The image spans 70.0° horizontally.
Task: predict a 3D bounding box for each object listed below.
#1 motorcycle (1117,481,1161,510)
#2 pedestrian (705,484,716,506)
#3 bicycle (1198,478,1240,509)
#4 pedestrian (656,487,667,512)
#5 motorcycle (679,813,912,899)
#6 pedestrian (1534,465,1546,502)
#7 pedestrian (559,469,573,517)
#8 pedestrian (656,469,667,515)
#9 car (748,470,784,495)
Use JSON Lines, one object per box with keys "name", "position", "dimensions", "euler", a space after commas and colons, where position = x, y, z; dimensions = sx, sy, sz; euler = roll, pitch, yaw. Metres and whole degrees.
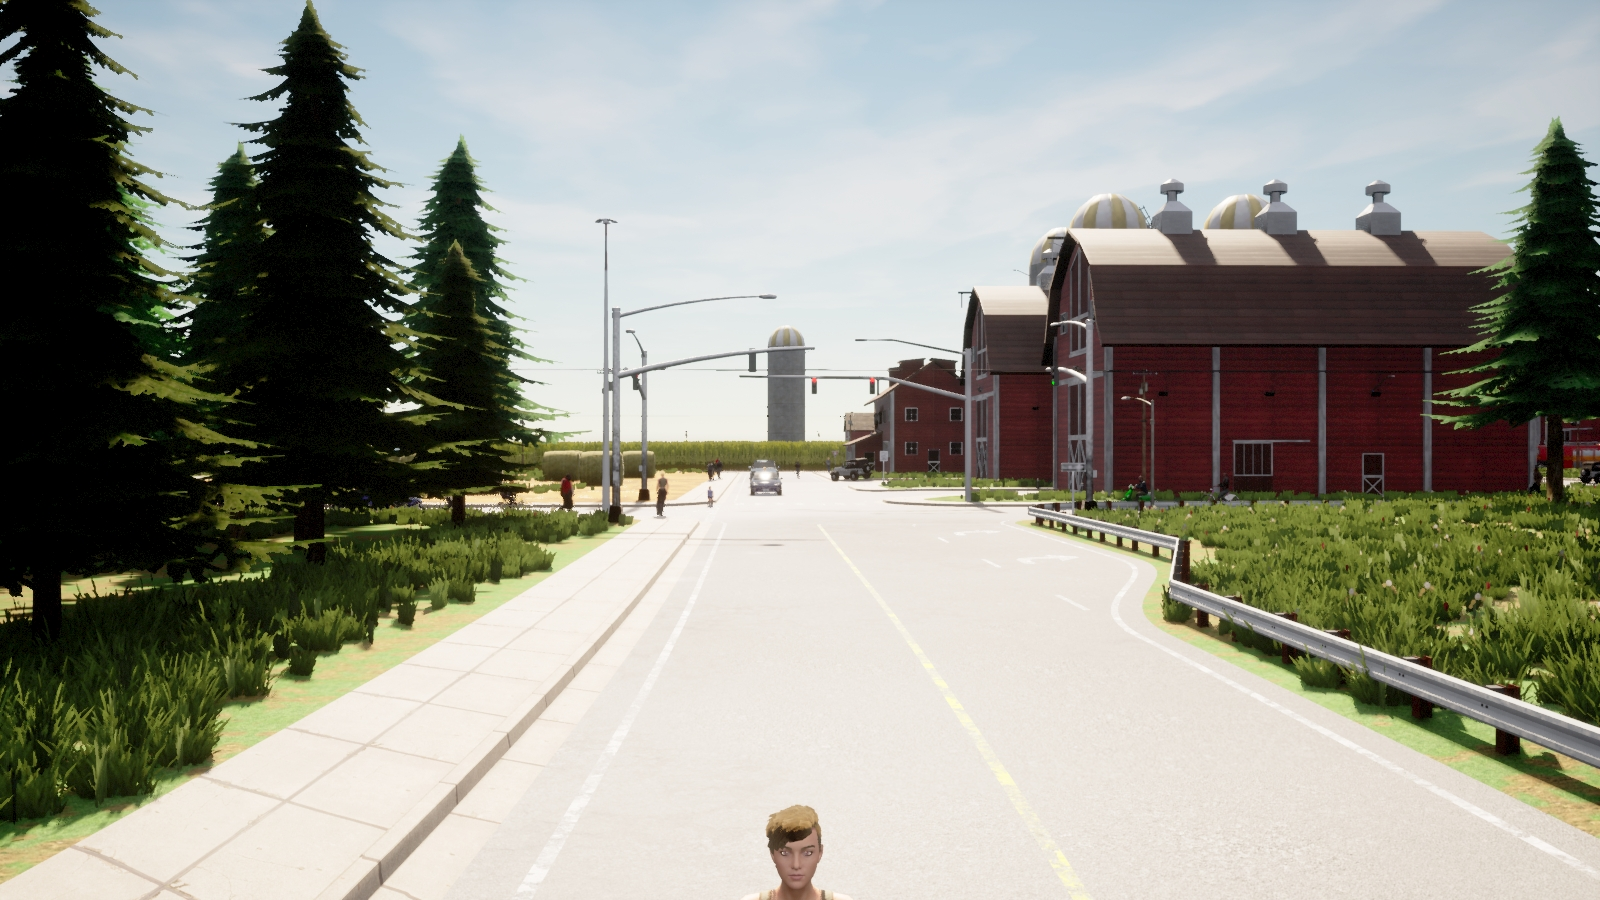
{"name": "motorcycle", "position": [15.989, 2.145, 53.899], "dimensions": [1.805, 1.316, 0.856], "euler": [0, 0, -1]}
{"name": "pedestrian", "position": [-4.409, 2.215, 56.218], "dimensions": [0.500, 1.100, 0.500], "euler": [0, 0, -2]}
{"name": "bicycle", "position": [19.800, 2.064, 53.998], "dimensions": [1.835, 1.471, 0.329], "euler": [0, 0, -1]}
{"name": "pedestrian", "position": [-6.245, 2.227, 51.439], "dimensions": [0.500, 1.100, 0.500], "euler": [0, 0, -6]}
{"name": "motorcycle", "position": [-0.013, 2.128, 3.457], "dimensions": [0.764, 1.307, 2.356], "euler": [0, 0, 0]}
{"name": "pedestrian", "position": [37.670, 1.700, 58.175], "dimensions": [0.375, 1.860, 0.375], "euler": [0, 0, -2]}
{"name": "pedestrian", "position": [-9.280, 1.699, 45.323], "dimensions": [0.375, 1.860, 0.375], "euler": [0, 0, 17]}
{"name": "pedestrian", "position": [-5.574, 1.692, 46.028], "dimensions": [0.375, 1.860, 0.375], "euler": [0, 0, -13]}
{"name": "car", "position": [-2.153, 2.036, 72.119], "dimensions": [2.163, 1.488, 4.792], "euler": [0, 0, -2]}
